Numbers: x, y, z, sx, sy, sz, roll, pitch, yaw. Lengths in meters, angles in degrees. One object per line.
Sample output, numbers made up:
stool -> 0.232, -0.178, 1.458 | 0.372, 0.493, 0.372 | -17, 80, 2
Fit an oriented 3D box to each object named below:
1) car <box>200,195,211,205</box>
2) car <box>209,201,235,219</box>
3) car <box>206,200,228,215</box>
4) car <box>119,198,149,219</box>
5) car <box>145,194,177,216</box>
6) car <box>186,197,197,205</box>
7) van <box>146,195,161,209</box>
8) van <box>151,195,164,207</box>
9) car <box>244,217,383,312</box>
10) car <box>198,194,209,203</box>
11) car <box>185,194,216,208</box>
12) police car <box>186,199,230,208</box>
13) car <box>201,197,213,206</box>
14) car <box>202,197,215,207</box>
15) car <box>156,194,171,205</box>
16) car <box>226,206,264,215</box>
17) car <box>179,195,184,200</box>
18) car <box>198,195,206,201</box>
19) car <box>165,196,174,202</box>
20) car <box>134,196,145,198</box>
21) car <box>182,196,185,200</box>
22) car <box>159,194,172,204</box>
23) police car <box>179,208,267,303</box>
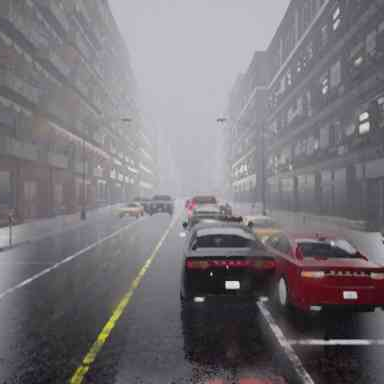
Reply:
car -> 2.542, 1.488, 62.945 | 1.967, 1.590, 4.097 | 1, 0, 0
car -> 2.559, 1.544, 29.759 | 1.887, 1.381, 4.507 | 1, 0, 0
car -> 2.554, 1.553, 35.291 | 2.008, 1.369, 4.403 | 1, 0, 0
car -> -5.320, 1.524, 29.646 | 1.752, 1.417, 4.829 | 2, 0, 0
car -> -2.876, 1.222, 32.438 | 2.150, 2.045, 5.566 | 0, 0, 0
car -> -0.048, 1.564, 59.027 | 1.812, 1.442, 4.674 | 0, 0, 0
van -> -5.329, 1.356, 46.406 | 1.690, 1.788, 3.998 | 2, 0, 0
van -> -5.334, 1.366, 51.938 | 1.690, 1.788, 3.998 | 1, 0, 0
car -> 2.577, 1.540, 7.637 | 1.887, 1.381, 4.507 | 1, 0, 0
car -> 2.494, 1.391, 74.006 | 2.192, 1.841, 5.009 | 1, 0, 0
car -> 0.805, 1.221, 24.340 | 2.150, 2.045, 5.566 | 0, 0, 0
police car -> 0.809, 1.419, 18.415 | 1.930, 1.638, 5.238 | 0, 0, 0
car -> 2.537, 1.580, 57.412 | 1.887, 1.381, 4.507 | 1, 0, 0
car -> 2.541, 1.569, 51.883 | 1.887, 1.381, 4.507 | 1, 0, 0
car -> -5.343, 1.363, 62.999 | 2.192, 1.841, 5.009 | 1, 0, 0
car -> 2.573, 1.518, 13.339 | 1.752, 1.417, 4.829 | 1, 0, 0
car -> -2.826, 1.675, 94.970 | 1.812, 1.442, 4.674 | 0, 0, 0
car -> 2.482, 1.552, 85.069 | 1.967, 1.590, 4.097 | 1, 0, 0
car -> -5.362, 1.659, 79.591 | 1.947, 1.339, 4.313 | 1, 0, 0
car -> -5.319, 1.318, 35.347 | 2.192, 1.841, 5.009 | 2, 0, 0
car -> -0.022, 1.614, 45.914 | 1.895, 1.301, 4.718 | 0, 0, 0
car -> -5.347, 1.377, 68.529 | 2.192, 1.841, 5.009 | 1, 0, 0
police car -> 0.701, 1.420, 8.410 | 1.930, 1.638, 5.238 | 0, 0, 0
